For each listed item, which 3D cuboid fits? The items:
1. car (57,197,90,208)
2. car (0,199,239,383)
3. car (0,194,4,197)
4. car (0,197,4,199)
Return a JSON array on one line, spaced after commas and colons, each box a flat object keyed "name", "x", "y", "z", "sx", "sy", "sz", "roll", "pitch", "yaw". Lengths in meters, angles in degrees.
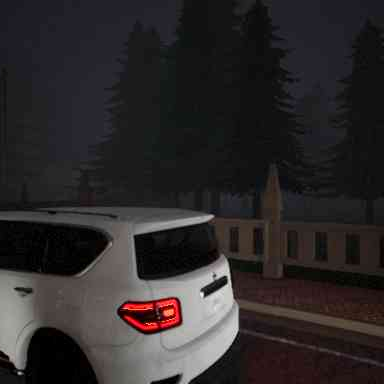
[{"name": "car", "x": -17.907, "y": 1.533, "z": 50.363, "sx": 1.882, "sy": 1.535, "sz": 5.008, "roll": 0, "pitch": 0, "yaw": 22}, {"name": "car", "x": -2.108, "y": 1.221, "z": 4.741, "sx": 5.566, "sy": 2.045, "sz": 2.150, "roll": 0, "pitch": 0, "yaw": 29}, {"name": "car", "x": -23.348, "y": 1.277, "z": 36.670, "sx": 2.150, "sy": 2.045, "sz": 5.566, "roll": 0, "pitch": 0, "yaw": 22}, {"name": "car", "x": -19.949, "y": 1.581, "z": 35.730, "sx": 1.812, "sy": 1.442, "sz": 4.674, "roll": 0, "pitch": 0, "yaw": 22}]
